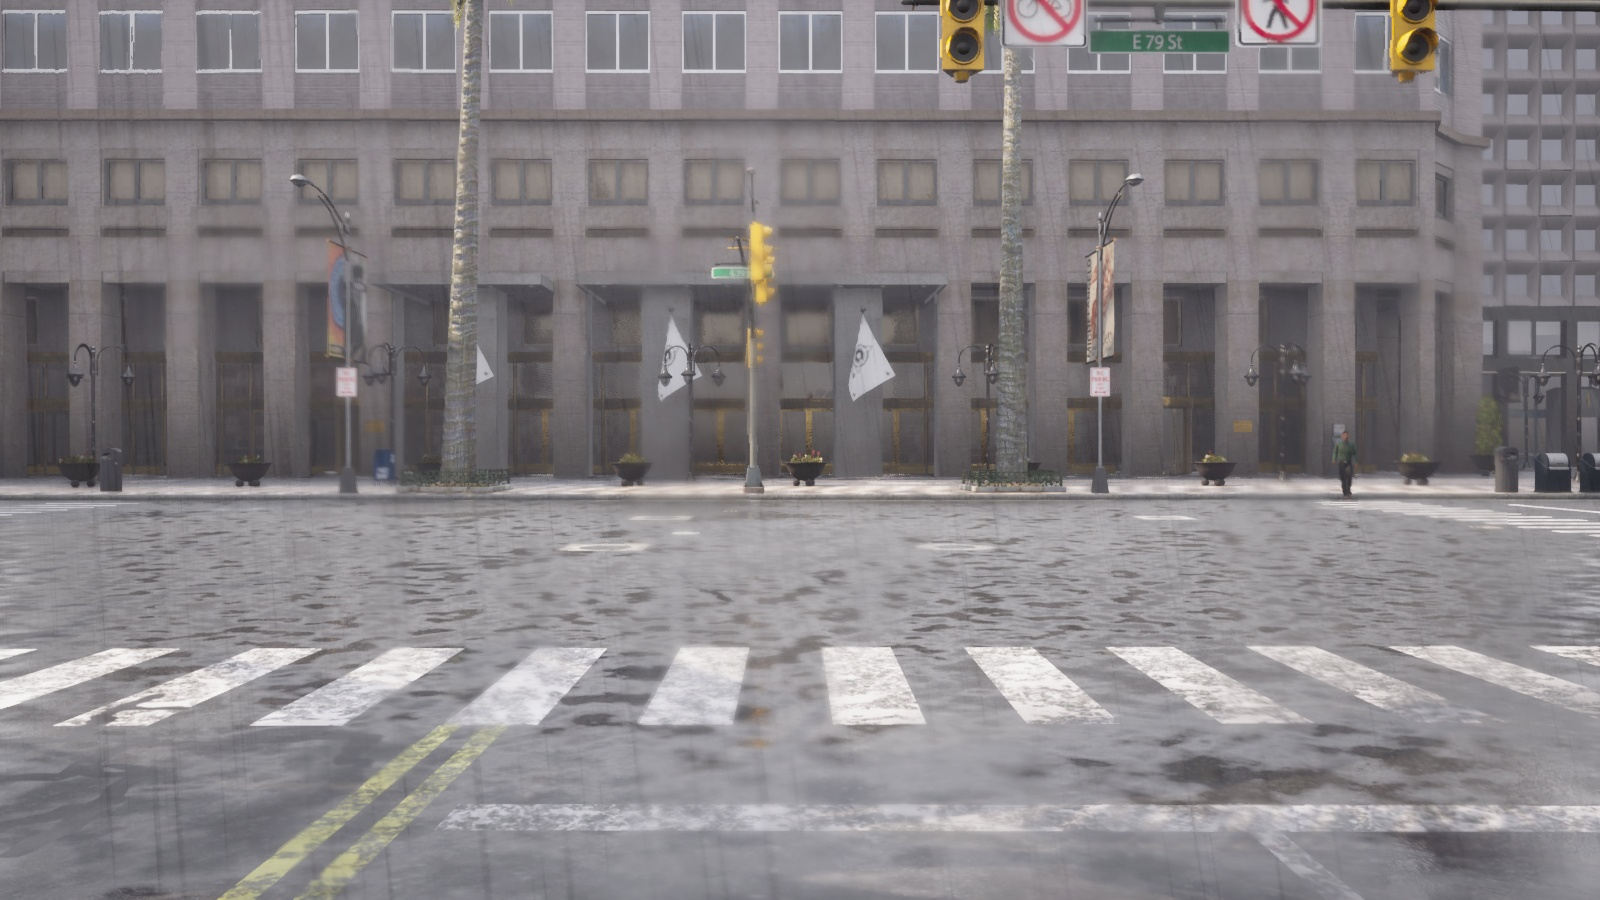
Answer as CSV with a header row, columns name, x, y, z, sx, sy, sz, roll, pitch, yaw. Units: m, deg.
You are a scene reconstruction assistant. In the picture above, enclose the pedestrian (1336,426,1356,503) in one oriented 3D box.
name,x,y,z,sx,sy,sz,roll,pitch,yaw
pedestrian,14.018,0.374,32.223,0.423,1.949,0.788,0,0,20
